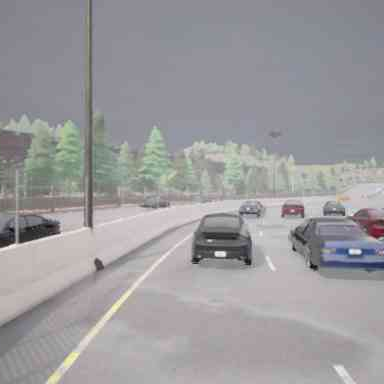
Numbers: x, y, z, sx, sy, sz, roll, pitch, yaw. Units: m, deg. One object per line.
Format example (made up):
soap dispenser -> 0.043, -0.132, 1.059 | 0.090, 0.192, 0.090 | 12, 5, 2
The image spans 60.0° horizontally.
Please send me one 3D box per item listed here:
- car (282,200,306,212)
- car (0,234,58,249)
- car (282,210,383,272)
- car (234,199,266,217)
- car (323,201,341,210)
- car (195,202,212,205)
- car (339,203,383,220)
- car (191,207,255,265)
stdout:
car -> 9.418, 1.455, 30.695 | 1.882, 1.535, 5.008 | 0, 0, 20
car -> -6.259, 1.434, 10.873 | 1.882, 1.535, 5.008 | 0, 0, 7
car -> 4.444, 1.543, 10.866 | 2.033, 1.411, 5.357 | 0, 0, 8
car -> 5.622, 1.510, 30.665 | 2.033, 1.411, 5.357 | 0, 0, 20
car -> 14.030, 1.554, 32.839 | 1.994, 1.385, 4.181 | 0, 0, 22
car -> 1.165, 1.407, 47.101 | 2.128, 1.511, 4.902 | 0, 0, 28
car -> 8.882, 1.480, 16.029 | 1.882, 1.535, 5.008 | 0, 0, 11
car -> 1.099, 1.487, 11.750 | 1.837, 1.490, 4.892 | 0, 0, 7
